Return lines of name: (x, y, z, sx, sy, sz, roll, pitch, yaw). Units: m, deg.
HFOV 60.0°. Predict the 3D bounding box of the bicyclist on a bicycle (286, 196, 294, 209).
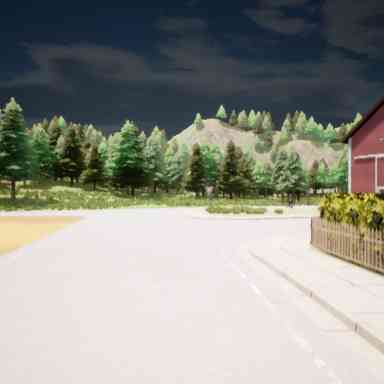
bicyclist on a bicycle: (12.863, 1.414, 44.020, 0.582, 1.620, 1.656, 0, -1, -25)
